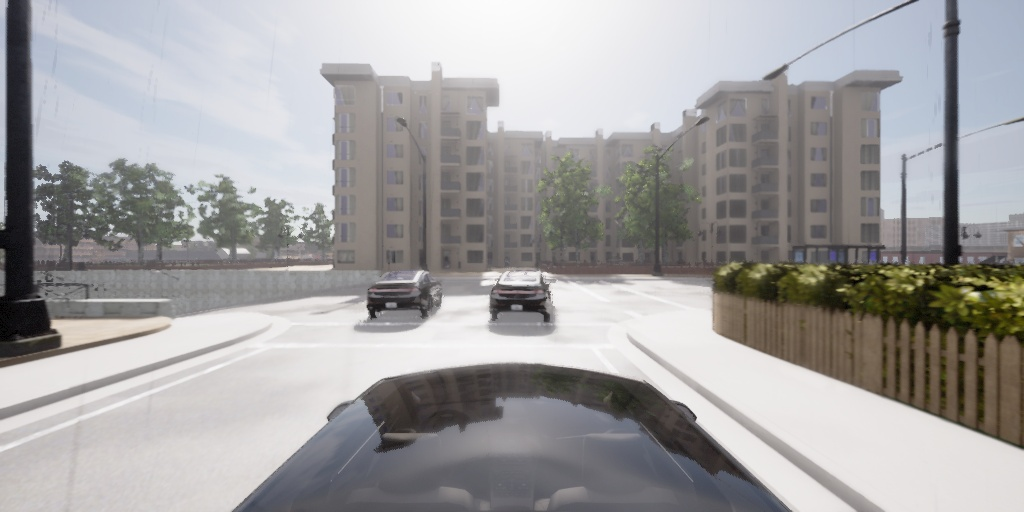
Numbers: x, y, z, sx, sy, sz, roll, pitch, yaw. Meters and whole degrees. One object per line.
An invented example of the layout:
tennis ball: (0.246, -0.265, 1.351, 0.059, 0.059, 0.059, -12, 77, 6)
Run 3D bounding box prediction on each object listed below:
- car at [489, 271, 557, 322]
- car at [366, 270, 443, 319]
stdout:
car: (0.462, 1.242, 12.364, 2.128, 1.511, 4.902, 0, -1, 8)
car: (-3.628, 1.260, 12.799, 2.128, 1.511, 4.902, -1, -1, -3)
